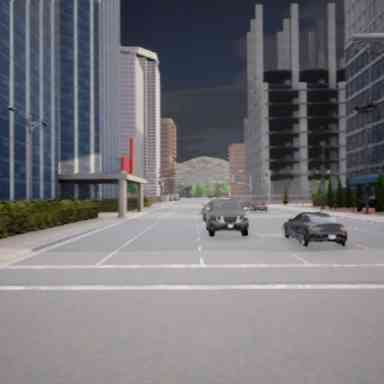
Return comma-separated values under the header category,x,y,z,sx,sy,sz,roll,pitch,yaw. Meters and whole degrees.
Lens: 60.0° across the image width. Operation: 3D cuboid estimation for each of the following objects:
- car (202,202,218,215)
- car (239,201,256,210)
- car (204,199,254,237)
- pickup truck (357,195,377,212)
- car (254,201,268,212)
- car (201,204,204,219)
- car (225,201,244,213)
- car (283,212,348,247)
category,x,y,z,sx,sy,sz,roll,pitch,yaw
car,2.191,2.015,41.867,1.882,1.535,5.008,-1,-1,1
car,9.341,2.211,56.624,2.033,1.411,5.357,-1,-1,0
car,2.053,1.476,20.306,2.150,2.045,5.566,-1,-1,0
pickup truck,22.382,1.405,42.013,2.390,2.098,6.274,-1,-1,31
car,9.338,2.022,46.516,2.128,1.511,4.902,-1,-1,1
car,2.108,1.741,30.412,2.097,1.767,4.553,-1,-1,0
car,5.838,2.055,46.404,2.128,1.511,4.902,-1,-1,1
car,5.741,1.686,15.863,1.812,1.442,4.674,0,-1,0
